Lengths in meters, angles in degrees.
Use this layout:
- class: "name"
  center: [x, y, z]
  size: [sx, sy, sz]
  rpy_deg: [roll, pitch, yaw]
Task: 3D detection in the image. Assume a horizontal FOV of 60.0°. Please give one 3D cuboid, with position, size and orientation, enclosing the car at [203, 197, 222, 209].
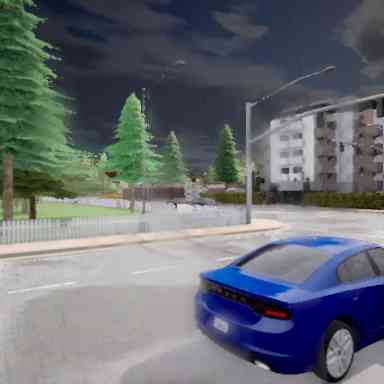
- class: "car"
  center: [1.722, 1.454, 41.552]
  size: [1.837, 1.490, 4.892]
  rpy_deg: [0, 0, -34]

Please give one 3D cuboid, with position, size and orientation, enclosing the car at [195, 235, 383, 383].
- class: "car"
  center: [2.384, 1.468, 5.496]
  size: [5.008, 1.535, 1.882]
  rpy_deg: [0, 0, -35]

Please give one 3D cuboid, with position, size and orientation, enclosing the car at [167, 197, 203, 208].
- class: "car"
  center: [-1.232, 1.448, 39.674]
  size: [2.128, 1.511, 4.902]
  rpy_deg: [0, 0, -34]
